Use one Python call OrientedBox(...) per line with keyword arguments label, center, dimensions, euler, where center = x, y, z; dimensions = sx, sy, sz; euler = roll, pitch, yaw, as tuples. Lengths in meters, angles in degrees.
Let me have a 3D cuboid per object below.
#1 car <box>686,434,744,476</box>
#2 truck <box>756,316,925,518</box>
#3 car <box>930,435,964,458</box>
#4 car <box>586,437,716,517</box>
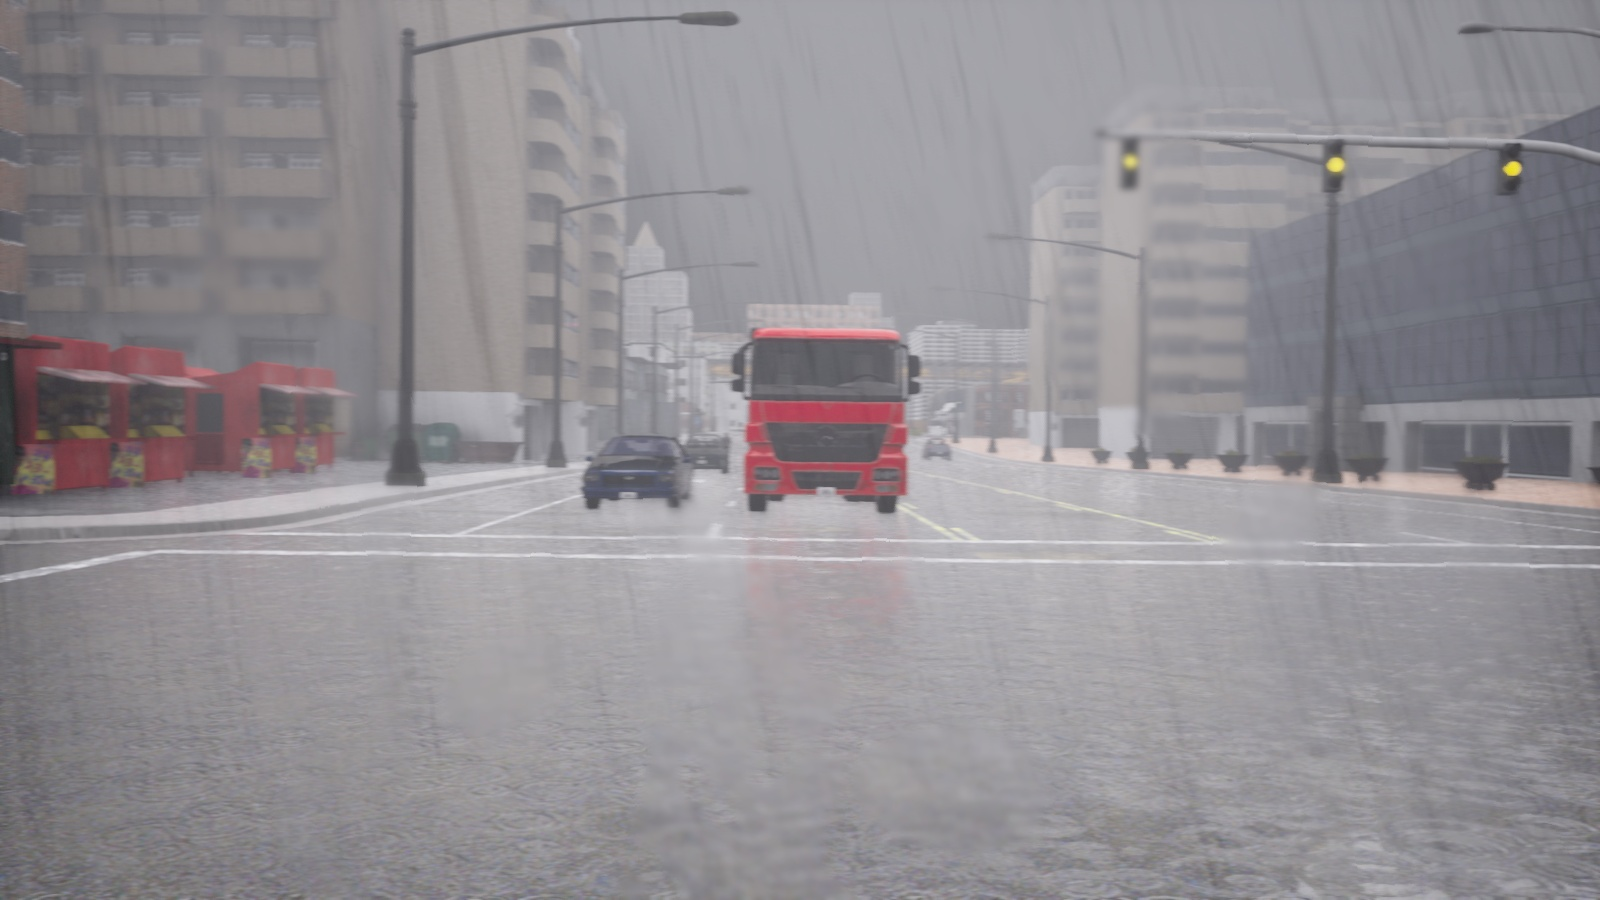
OrientedBox(label="car", center=(-3.265, 0.180, 49.143), dimensions=(2.007, 1.525, 4.514), euler=(-1, 0, -1))
OrientedBox(label="truck", center=(0.628, -0.612, 25.597), dimensions=(2.891, 3.462, 7.936), euler=(-1, 1, -1))
OrientedBox(label="car", center=(10.098, -0.240, 86.482), dimensions=(1.845, 1.501, 3.633), euler=(-1, 1, -1))
OrientedBox(label="car", center=(-2.853, 0.454, 25.195), dimensions=(2.033, 1.411, 5.357), euler=(-1, 1, -1))
